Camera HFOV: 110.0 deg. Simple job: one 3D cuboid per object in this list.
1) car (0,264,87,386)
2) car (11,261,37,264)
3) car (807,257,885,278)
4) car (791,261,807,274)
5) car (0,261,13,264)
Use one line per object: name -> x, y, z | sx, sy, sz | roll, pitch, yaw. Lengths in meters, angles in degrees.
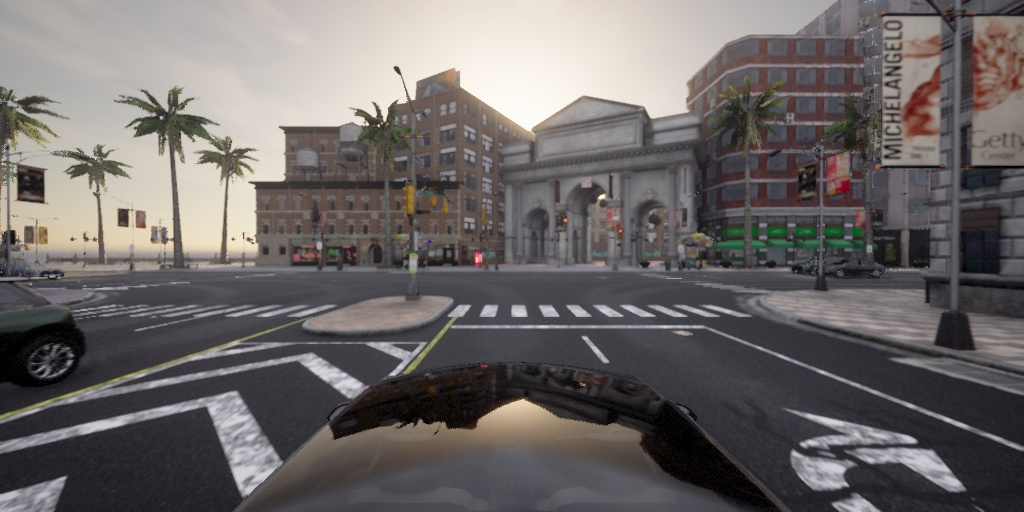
car -> -8.032, 1.083, 3.847 | 2.097, 1.767, 4.553 | 0, 1, 0
car -> -36.698, 1.097, 26.564 | 5.357, 1.411, 2.033 | 0, 0, 0
car -> 28.000, 1.033, 29.836 | 4.892, 1.490, 1.837 | 0, 0, 1
car -> 28.695, 0.852, 33.320 | 4.553, 1.767, 2.097 | 0, 0, 1
car -> -35.929, 1.178, 23.058 | 4.718, 1.301, 1.895 | 0, 0, 0
